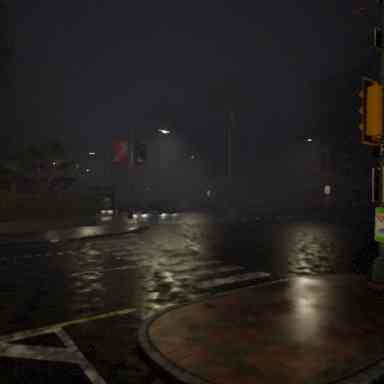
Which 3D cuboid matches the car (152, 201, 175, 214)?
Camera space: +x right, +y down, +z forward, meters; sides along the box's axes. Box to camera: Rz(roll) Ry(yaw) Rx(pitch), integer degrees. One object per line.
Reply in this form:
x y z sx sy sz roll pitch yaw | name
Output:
-3.790 1.759 39.788 1.812 1.442 4.674 1 0 -35 | car

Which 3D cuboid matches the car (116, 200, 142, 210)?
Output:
-9.020 1.836 47.240 1.895 1.301 4.718 1 0 -35 | car

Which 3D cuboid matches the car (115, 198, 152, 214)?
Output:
-7.087 1.740 38.387 2.033 1.411 5.357 1 0 -35 | car

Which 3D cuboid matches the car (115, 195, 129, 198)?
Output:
-14.726 1.540 67.502 2.150 2.045 5.566 1 -1 -39 | car
